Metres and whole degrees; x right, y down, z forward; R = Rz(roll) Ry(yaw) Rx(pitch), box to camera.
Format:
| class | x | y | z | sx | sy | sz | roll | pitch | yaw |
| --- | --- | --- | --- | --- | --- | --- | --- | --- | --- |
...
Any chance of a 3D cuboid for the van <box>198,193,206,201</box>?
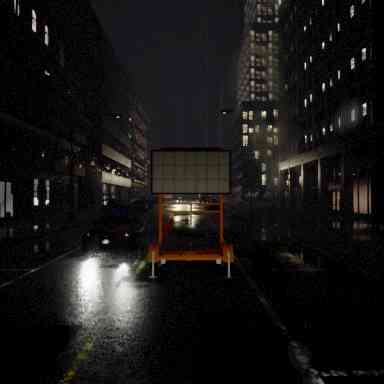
| class | x | y | z | sx | sy | sz | roll | pitch | yaw |
| --- | --- | --- | --- | --- | --- | --- | --- | --- | --- |
| van | 2.482 | 1.260 | 82.084 | 1.690 | 1.788 | 3.998 | 1 | 0 | 0 |

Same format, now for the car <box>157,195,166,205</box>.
| class | x | y | z | sx | sy | sz | roll | pitch | yaw |
| --- | --- | --- | --- | --- | --- | --- | --- | --- | --- |
| car | -5.831 | 1.518 | 53.687 | 2.008 | 1.369 | 4.403 | 1 | 0 | 0 |

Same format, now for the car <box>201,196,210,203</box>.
| class | x | y | z | sx | sy | sz | roll | pitch | yaw |
| --- | --- | --- | --- | --- | --- | --- | --- | --- | --- |
| car | 2.583 | 1.532 | 42.197 | 2.008 | 1.369 | 4.403 | 1 | 0 | 0 |

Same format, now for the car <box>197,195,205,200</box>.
| class | x | y | z | sx | sy | sz | roll | pitch | yaw |
| --- | --- | --- | --- | --- | --- | --- | --- | --- | --- |
| car | 2.427 | 1.474 | 87.782 | 1.947 | 1.339 | 4.313 | 1 | 0 | 0 |

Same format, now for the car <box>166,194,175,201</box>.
| class | x | y | z | sx | sy | sz | roll | pitch | yaw |
| --- | --- | --- | --- | --- | --- | --- | --- | --- | --- |
| car | -5.908 | 1.234 | 82.181 | 2.192 | 1.841 | 5.009 | 1 | 0 | 0 |

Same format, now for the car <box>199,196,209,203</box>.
| class | x | y | z | sx | sy | sz | roll | pitch | yaw |
| --- | --- | --- | --- | --- | --- | --- | --- | --- | --- |
| car | 2.501 | 1.490 | 70.688 | 2.008 | 1.369 | 4.403 | 1 | 0 | 0 |

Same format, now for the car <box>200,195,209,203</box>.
| class | x | y | z | sx | sy | sz | roll | pitch | yaw |
| --- | --- | --- | --- | --- | --- | --- | --- | --- | --- |
| car | 2.567 | 1.519 | 47.896 | 1.887 | 1.381 | 4.507 | 1 | 0 | 0 |

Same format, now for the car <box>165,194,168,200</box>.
| class | x | y | z | sx | sy | sz | roll | pitch | yaw |
| --- | --- | --- | --- | --- | --- | --- | --- | --- | --- |
| car | -5.848 | 1.540 | 59.385 | 1.802 | 1.307 | 4.206 | 1 | 0 | 0 |

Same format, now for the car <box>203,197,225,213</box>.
| class | x | y | z | sx | sy | sz | roll | pitch | yaw |
| --- | --- | --- | --- | --- | --- | --- | --- | --- | --- |
| car | 2.599 | 1.537 | 36.500 | 2.008 | 1.369 | 4.403 | 1 | 0 | 0 |

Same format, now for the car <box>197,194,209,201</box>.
| class | x | y | z | sx | sy | sz | roll | pitch | yaw |
| --- | --- | --- | --- | --- | --- | --- | --- | --- | --- |
| car | 2.522 | 1.264 | 64.990 | 2.192 | 1.841 | 5.009 | 1 | 0 | 0 |

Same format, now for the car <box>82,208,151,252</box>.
| class | x | y | z | sx | sy | sz | roll | pitch | yaw |
| --- | --- | --- | --- | --- | --- | --- | --- | --- | --- |
| car | -3.040 | 1.563 | 13.731 | 1.994 | 1.385 | 4.181 | 0 | 0 | 0 |

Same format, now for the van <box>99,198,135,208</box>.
| class | x | y | z | sx | sy | sz | roll | pitch | yaw |
| --- | --- | --- | --- | --- | --- | --- | --- | --- | --- |
| van | -5.745 | 1.335 | 25.192 | 1.690 | 1.788 | 3.998 | 1 | 0 | 0 |

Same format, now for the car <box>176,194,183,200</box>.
| class | x | y | z | sx | sy | sz | roll | pitch | yaw |
| --- | --- | --- | --- | --- | --- | --- | --- | --- | --- |
| car | -3.255 | 1.400 | 88.194 | 2.128 | 1.511 | 4.902 | 0 | 0 | 0 |

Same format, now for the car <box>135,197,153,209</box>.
| class | x | y | z | sx | sy | sz | roll | pitch | yaw |
| --- | --- | --- | --- | --- | --- | --- | --- | --- | --- |
| car | -5.782 | 1.552 | 36.593 | 1.947 | 1.339 | 4.313 | 1 | 0 | 0 |

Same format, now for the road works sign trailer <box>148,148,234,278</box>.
| class | x | y | z | sx | sy | sz | roll | pitch | yaw |
| --- | --- | --- | --- | --- | --- | --- | --- | --- | --- |
| road works sign trailer | -0.029 | 0.465 | 10.112 | 2.380 | 3.560 | 2.880 | 0 | 0 | 0 |

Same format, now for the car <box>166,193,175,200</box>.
| class | x | y | z | sx | sy | sz | roll | pitch | yaw |
| --- | --- | --- | --- | --- | --- | --- | --- | --- | --- |
| car | -5.941 | 1.211 | 93.577 | 2.192 | 1.841 | 5.009 | 1 | 0 | 0 |

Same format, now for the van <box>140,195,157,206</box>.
| class | x | y | z | sx | sy | sz | roll | pitch | yaw |
| --- | --- | --- | --- | --- | --- | --- | --- | --- | --- |
| van | -5.794 | 1.322 | 42.290 | 1.690 | 1.788 | 3.998 | 1 | 0 | 0 |
